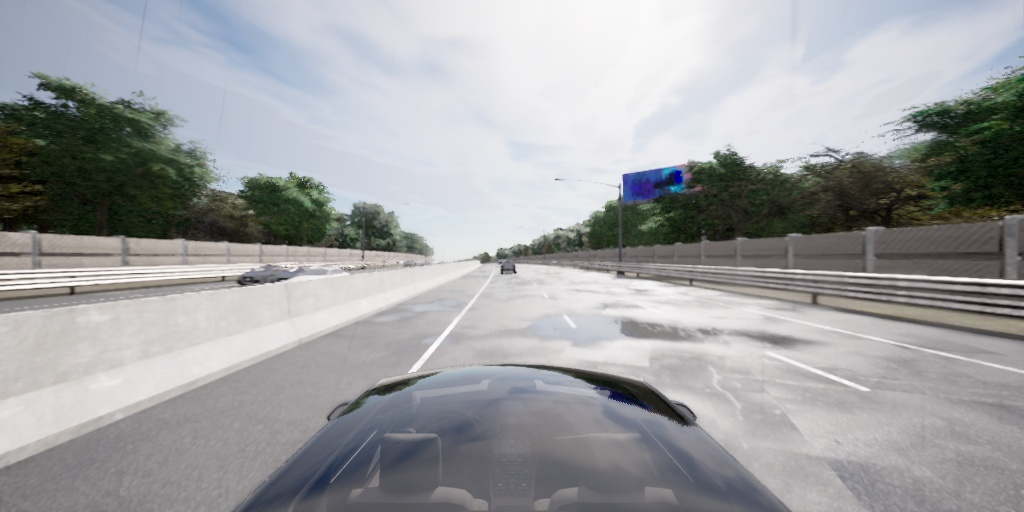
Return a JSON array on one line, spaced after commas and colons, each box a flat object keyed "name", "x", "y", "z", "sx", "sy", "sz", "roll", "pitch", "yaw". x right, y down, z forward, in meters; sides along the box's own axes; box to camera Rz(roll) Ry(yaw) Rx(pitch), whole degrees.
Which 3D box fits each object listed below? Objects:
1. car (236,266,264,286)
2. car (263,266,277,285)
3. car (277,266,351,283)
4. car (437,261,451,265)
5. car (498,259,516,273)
[{"name": "car", "x": -17.709, "y": 1.389, "z": 26.018, "sx": 1.994, "sy": 1.385, "sz": 4.181, "roll": 0, "pitch": 0, "yaw": -1}, {"name": "car", "x": -14.192, "y": 1.379, "z": 24.185, "sx": 1.994, "sy": 1.385, "sz": 4.181, "roll": 0, "pitch": 0, "yaw": -1}, {"name": "car", "x": -10.643, "y": 1.326, "z": 20.103, "sx": 1.812, "sy": 1.442, "sz": 4.674, "roll": 0, "pitch": 0, "yaw": -1}, {"name": "car", "x": -11.750, "y": 1.561, "z": 62.246, "sx": 1.895, "sy": 1.301, "sz": 4.718, "roll": 0, "pitch": 0, "yaw": -2}, {"name": "car", "x": -0.513, "y": 1.312, "z": 46.202, "sx": 2.033, "sy": 1.649, "sz": 4.856, "roll": 0, "pitch": 0, "yaw": -2}]
